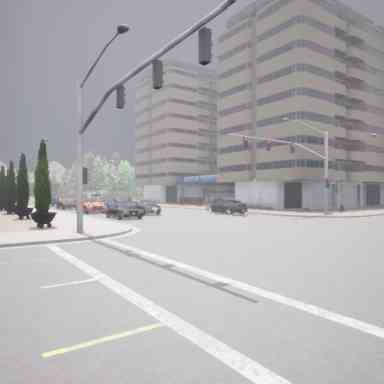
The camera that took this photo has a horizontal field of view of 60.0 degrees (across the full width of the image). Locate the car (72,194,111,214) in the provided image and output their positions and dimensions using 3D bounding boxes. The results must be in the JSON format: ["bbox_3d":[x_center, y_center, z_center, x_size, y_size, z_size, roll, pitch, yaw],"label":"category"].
[{"bbox_3d":[-10.763,1.351,35.391,2.097,1.767,4.553,0,0,-35],"label":"car"}]

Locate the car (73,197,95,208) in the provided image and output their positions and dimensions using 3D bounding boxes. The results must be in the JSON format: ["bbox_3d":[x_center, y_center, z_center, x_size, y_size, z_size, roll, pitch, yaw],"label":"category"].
[{"bbox_3d":[-15.962,1.503,49.033,1.837,1.490,4.892,0,0,-34],"label":"car"}]

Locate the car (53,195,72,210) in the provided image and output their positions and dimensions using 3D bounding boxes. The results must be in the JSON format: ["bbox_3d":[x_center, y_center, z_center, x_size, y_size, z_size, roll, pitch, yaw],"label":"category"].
[{"bbox_3d":[-16.403,1.524,43.524,1.812,1.442,4.674,0,0,-35],"label":"car"}]

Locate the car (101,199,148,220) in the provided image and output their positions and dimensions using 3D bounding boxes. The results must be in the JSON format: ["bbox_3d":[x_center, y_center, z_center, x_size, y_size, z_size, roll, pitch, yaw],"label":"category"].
[{"bbox_3d":[-5.806,1.562,28.258,1.994,1.385,4.181,0,0,-35],"label":"car"}]

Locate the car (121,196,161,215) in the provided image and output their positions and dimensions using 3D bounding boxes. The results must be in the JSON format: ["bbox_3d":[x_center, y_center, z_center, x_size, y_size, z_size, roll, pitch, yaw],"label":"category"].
[{"bbox_3d":[-4.830,1.489,32.982,2.128,1.511,4.902,0,0,-35],"label":"car"}]

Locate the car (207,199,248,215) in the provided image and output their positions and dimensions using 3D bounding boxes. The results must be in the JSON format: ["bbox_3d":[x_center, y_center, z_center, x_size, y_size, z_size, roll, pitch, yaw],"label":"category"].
[{"bbox_3d":[3.498,1.502,33.629,1.837,1.490,4.892,0,0,-35],"label":"car"}]

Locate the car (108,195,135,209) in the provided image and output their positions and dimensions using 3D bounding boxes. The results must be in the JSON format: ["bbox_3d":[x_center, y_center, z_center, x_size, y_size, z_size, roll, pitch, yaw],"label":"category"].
[{"bbox_3d":[-10.017,1.349,46.931,2.097,1.767,4.553,0,0,-35],"label":"car"}]

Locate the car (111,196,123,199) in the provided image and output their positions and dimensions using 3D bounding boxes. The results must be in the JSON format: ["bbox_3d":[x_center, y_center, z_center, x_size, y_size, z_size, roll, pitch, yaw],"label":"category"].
[{"bbox_3d":[-10.075,1.503,40.538,1.837,1.490,4.892,0,0,-35],"label":"car"}]
